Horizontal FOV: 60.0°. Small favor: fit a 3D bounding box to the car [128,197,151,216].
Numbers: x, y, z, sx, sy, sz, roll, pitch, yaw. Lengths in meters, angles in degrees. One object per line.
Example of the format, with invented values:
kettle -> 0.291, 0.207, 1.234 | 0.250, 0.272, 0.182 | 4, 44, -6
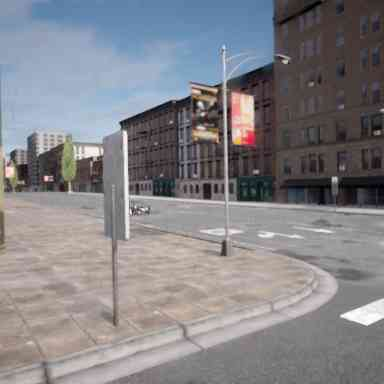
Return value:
car -> -5.509, 1.265, 30.410 | 1.837, 1.490, 4.892 | -2, 2, -36
